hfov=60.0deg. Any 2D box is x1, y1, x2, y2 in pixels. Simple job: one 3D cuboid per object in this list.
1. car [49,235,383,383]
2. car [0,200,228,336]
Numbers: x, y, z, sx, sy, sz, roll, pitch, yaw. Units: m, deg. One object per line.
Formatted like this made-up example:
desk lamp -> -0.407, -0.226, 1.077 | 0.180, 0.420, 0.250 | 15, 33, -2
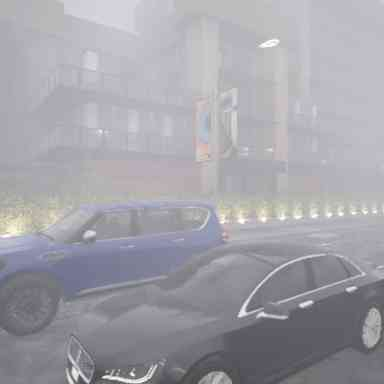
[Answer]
car -> 0.866, 1.506, 4.589 | 4.892, 1.490, 1.837 | 0, 0, -35
car -> -1.706, 1.222, 7.063 | 5.566, 2.045, 2.150 | 0, 0, -35
